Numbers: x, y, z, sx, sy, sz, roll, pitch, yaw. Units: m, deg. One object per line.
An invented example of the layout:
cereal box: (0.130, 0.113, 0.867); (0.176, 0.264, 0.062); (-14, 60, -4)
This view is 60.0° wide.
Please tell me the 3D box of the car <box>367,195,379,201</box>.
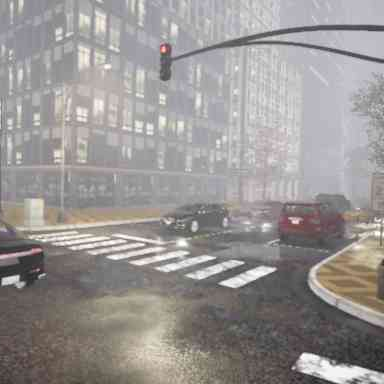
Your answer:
car: (45.769, 1.491, 83.929); (2.008, 1.369, 4.403); (2, 1, 36)

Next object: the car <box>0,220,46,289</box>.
car: (-5.247, 1.289, 7.429); (4.902, 1.511, 2.128); (3, 1, 35)

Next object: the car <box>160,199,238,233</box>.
car: (0.320, 1.276, 18.072); (1.837, 1.490, 4.892); (3, 1, 38)

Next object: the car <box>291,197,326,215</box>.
car: (11.931, 1.323, 33.722); (1.882, 1.535, 5.008); (3, 1, 37)

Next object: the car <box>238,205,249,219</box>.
car: (2.124, 1.222, 24.832); (1.752, 1.417, 4.829); (2, 1, 36)

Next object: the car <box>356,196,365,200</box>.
car: (32.370, 1.454, 65.788); (1.802, 1.307, 4.206); (2, 1, 36)

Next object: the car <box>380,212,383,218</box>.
car: (15.663, 1.645, 29.071); (1.802, 1.307, 4.206); (2, 1, 36)

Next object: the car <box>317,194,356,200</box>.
car: (12.074, 1.175, 28.552); (2.150, 2.045, 5.566); (3, 1, 37)

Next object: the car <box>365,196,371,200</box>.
car: (35.719, 1.440, 70.323); (2.008, 1.369, 4.403); (2, 1, 36)

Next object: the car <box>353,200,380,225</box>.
car: (12.415, 1.568, 24.669); (1.752, 1.417, 4.829); (2, 1, 36)

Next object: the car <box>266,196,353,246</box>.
car: (5.618, 1.315, 15.455); (2.192, 1.841, 5.009); (2, 1, 36)

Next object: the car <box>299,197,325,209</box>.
car: (15.622, 1.345, 43.111); (1.947, 1.339, 4.313); (2, 1, 36)

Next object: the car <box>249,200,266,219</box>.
car: (5.875, 1.333, 25.544); (1.812, 1.442, 4.674); (3, 1, 36)

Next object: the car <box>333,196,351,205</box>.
car: (25.571, 1.360, 56.579); (1.752, 1.417, 4.829); (2, 1, 36)
